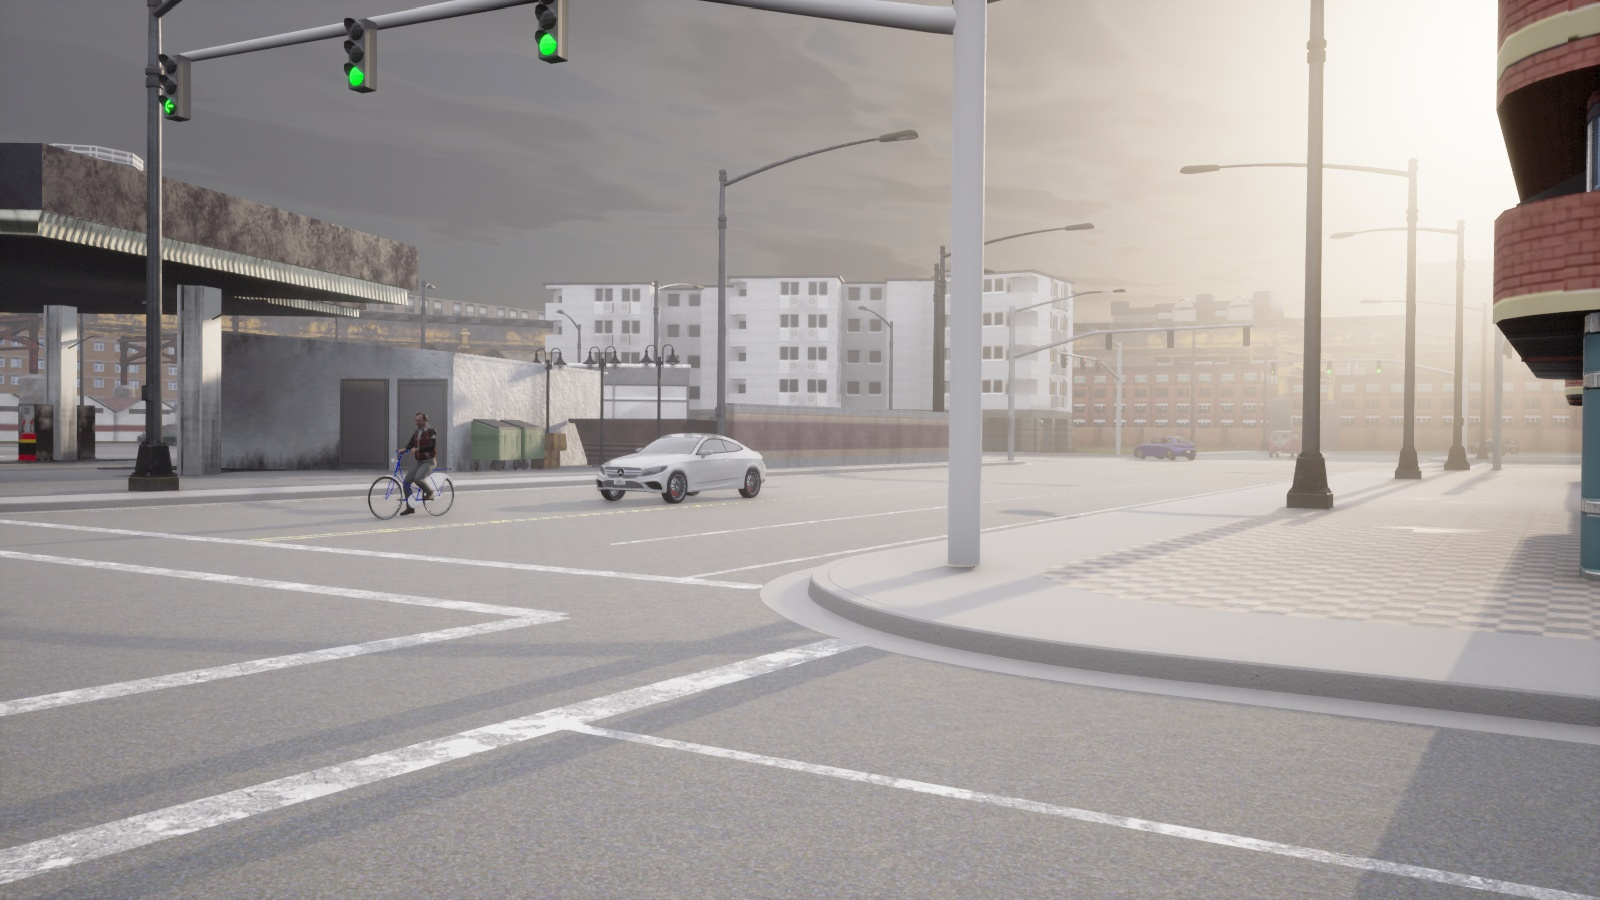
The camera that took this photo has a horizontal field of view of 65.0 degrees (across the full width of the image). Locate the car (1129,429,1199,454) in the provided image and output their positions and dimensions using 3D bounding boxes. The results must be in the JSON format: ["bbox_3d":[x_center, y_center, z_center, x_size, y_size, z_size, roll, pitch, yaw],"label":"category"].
[{"bbox_3d":[22.315,-0.527,77.096,1.816,1.474,4.193,-1,1,-25],"label":"car"}]

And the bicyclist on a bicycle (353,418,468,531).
[{"bbox_3d":[-6.427,0.376,20.823,0.659,1.776,1.843,0,1,31],"label":"bicyclist on a bicycle"}]

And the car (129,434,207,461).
[{"bbox_3d":[-43.747,-0.201,86.937,4.553,1.767,2.097,-1,1,-35],"label":"car"}]

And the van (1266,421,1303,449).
[{"bbox_3d":[35.150,-1.077,91.048,1.775,1.987,4.442,0,1,31],"label":"van"}]

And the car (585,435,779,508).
[{"bbox_3d":[-2.468,0.404,27.508,1.812,1.442,4.674,0,1,31],"label":"car"}]
